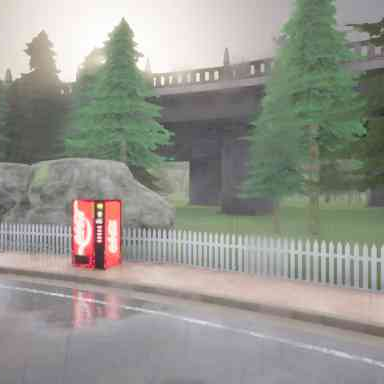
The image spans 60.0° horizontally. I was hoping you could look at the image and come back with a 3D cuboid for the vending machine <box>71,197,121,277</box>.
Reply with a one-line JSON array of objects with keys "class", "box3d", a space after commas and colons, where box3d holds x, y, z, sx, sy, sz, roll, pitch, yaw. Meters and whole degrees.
[{"class": "vending machine", "box3d": [-2.709, 1.195, 9.494, 0.880, 2.100, 1.100, 0, 0, 23]}]
